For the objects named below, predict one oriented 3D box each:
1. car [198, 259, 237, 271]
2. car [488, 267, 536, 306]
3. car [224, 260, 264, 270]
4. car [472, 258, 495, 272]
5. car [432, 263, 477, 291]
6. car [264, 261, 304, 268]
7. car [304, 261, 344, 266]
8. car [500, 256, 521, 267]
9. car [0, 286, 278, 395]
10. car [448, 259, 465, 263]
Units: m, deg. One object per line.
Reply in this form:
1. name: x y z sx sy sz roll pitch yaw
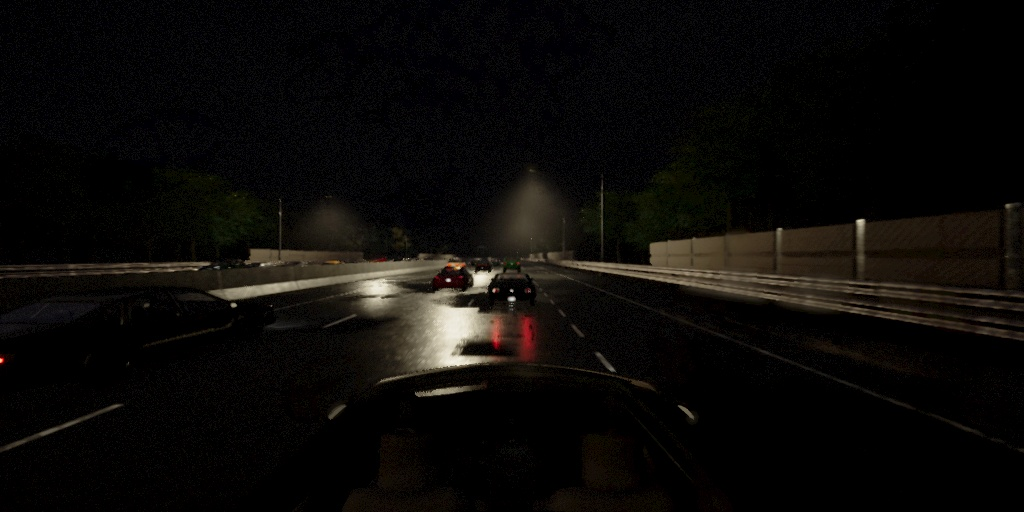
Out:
1. car: -28.089 1.125 35.073 2.097 1.767 4.553 0 0 0
2. car: -0.005 1.350 15.843 1.895 1.301 4.718 0 0 0
3. car: -24.596 1.320 34.818 2.033 1.411 5.357 0 0 0
4. car: -3.517 1.301 45.070 1.882 1.535 5.008 0 0 0
5. car: -3.508 1.318 21.812 1.994 1.385 4.181 0 0 0
6. car: -21.095 1.266 34.810 2.128 1.511 4.902 0 0 0
7. car: -17.596 1.254 34.825 1.882 1.535 5.008 0 0 0
8. car: -0.016 1.046 45.106 2.150 2.045 5.566 0 0 0
9. car: -7.004 1.290 6.820 2.033 1.411 5.357 0 0 0
10. car: -7.015 1.172 45.005 2.097 1.767 4.553 0 0 0
